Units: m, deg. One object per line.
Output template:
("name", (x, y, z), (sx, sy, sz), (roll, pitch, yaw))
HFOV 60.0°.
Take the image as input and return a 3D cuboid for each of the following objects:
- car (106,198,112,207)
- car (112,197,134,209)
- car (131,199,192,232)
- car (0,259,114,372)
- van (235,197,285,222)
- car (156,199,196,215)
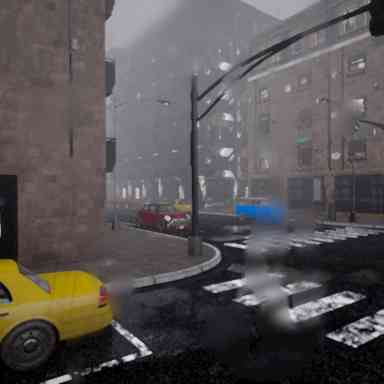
("car", (-11.595, 1.452, 47.915), (1.887, 1.381, 4.507), (-1, 0, -36))
("car", (-8.268, 1.453, 43.334), (1.887, 1.381, 4.507), (-1, 0, -36))
("car", (-1.751, 1.435, 20.102), (1.967, 1.590, 4.097), (0, 0, -36))
("car", (-3.453, 1.526, 4.102), (4.829, 1.417, 1.752), (0, 0, -36))
("van", (5.041, 1.270, 25.011), (1.690, 1.788, 3.998), (0, 0, -36))
("car", (-1.714, 1.439, 34.311), (1.752, 1.417, 4.829), (-1, 0, -36))
